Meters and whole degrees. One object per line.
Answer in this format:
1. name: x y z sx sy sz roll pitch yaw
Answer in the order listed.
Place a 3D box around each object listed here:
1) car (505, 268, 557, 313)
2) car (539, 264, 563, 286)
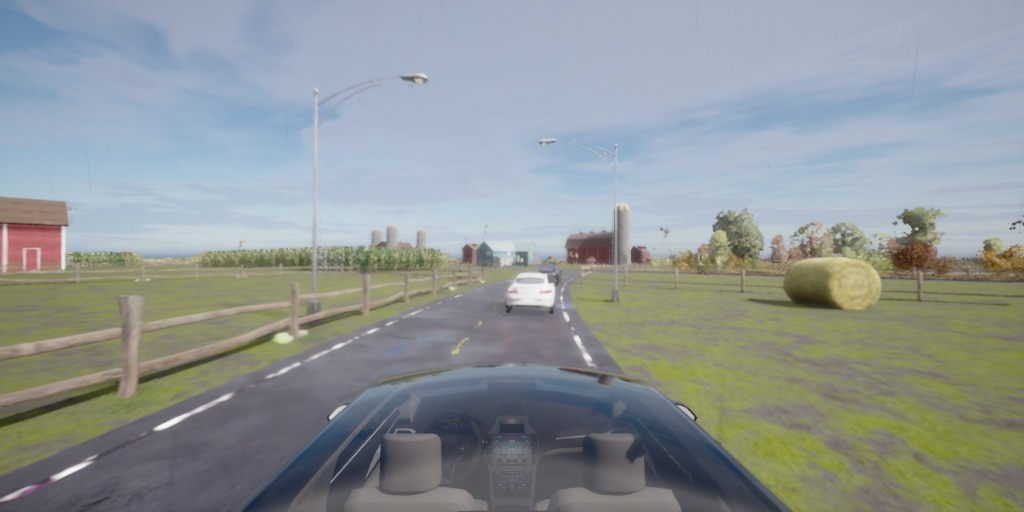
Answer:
1. car: 0.837 1.401 14.680 1.812 1.442 4.674 0 0 7
2. car: 2.947 1.512 28.663 2.128 1.511 4.902 0 -1 12
